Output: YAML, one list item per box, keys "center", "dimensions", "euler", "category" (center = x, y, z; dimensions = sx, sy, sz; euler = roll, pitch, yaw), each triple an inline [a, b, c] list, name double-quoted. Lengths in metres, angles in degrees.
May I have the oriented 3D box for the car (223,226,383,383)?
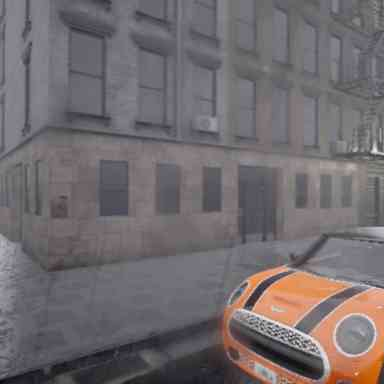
- center: [2.617, 1.356, 4.893]
  dimensions: [4.553, 1.767, 2.097]
  euler: [0, 0, -35]
  category: "car"
